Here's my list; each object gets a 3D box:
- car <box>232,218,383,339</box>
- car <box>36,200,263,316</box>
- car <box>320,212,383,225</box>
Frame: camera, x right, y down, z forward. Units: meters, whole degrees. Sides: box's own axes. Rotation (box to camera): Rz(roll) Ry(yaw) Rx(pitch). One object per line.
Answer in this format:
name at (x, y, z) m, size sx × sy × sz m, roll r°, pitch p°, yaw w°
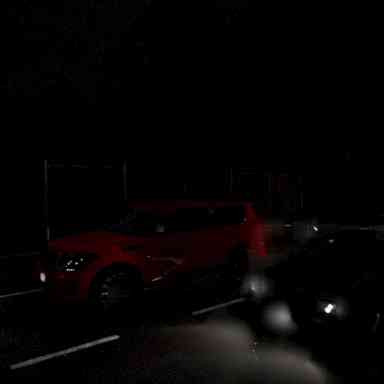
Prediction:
car at (3.499, 1.516, 6.761) m, size 5.357 × 1.411 × 2.033 m, roll -1°, pitch 0°, yaw -38°
car at (-0.635, 1.236, 7.984) m, size 5.566 × 2.045 × 2.150 m, roll -1°, pitch 0°, yaw -38°
car at (7.077, 1.534, 13.966) m, size 4.718 × 1.301 × 1.895 m, roll -1°, pitch 0°, yaw -38°
